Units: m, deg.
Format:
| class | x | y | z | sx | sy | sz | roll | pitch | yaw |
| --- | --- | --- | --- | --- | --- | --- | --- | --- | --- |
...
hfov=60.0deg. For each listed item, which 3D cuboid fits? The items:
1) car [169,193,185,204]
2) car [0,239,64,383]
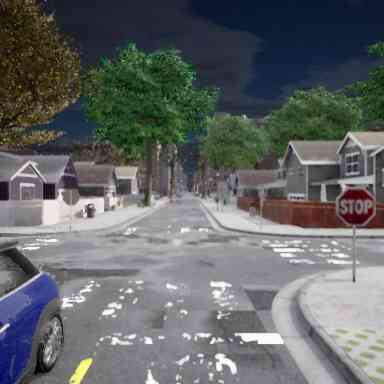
| class | x | y | z | sx | sy | sz | roll | pitch | yaw |
| --- | --- | --- | --- | --- | --- | --- | --- | --- | --- |
| car | -2.899 | 1.263 | 58.785 | 2.128 | 1.511 | 4.902 | 0 | 0 | 0 |
| car | -2.754 | 1.343 | 2.527 | 2.097 | 1.767 | 4.553 | 0 | 0 | 0 |
